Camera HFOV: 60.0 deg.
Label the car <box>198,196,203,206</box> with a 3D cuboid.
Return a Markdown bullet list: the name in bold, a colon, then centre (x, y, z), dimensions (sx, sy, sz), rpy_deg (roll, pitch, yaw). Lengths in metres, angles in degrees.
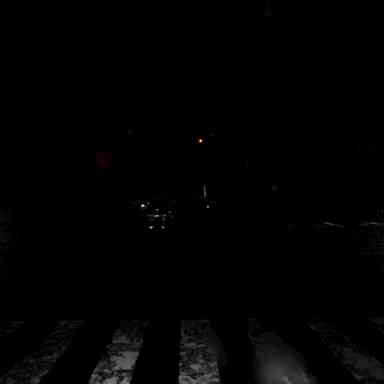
- **car**: centre (2.210, 1.553, 47.339), dimensions (1.887, 1.381, 4.507), rpy_deg (0, 0, -1)

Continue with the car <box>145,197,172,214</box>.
- **car**: centre (-3.473, 1.568, 34.735), dimensions (1.994, 1.385, 4.181), rpy_deg (0, 0, -2)

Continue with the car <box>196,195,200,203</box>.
- **car**: centre (2.131, 1.561, 52.783), dimensions (2.008, 1.369, 4.403), rpy_deg (0, 0, -1)

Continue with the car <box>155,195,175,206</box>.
- **car**: centre (-3.593, 1.485, 43.548), dimensions (1.882, 1.535, 5.008), rpy_deg (0, 0, -1)

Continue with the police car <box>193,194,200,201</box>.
- **police car**: centre (1.185, 1.462, 90.628), dimensions (1.930, 1.638, 5.238), rpy_deg (0, 0, -1)

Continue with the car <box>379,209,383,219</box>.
- **car**: centre (14.625, 1.303, 21.105), dimensions (4.718, 1.301, 1.895), rpy_deg (-1, 0, -1)

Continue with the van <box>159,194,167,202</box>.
- **van**: centre (-6.757, 1.368, 77.543), dimensions (1.690, 1.788, 3.998), rpy_deg (0, 0, -1)

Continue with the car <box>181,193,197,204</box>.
- **car**: centre (-0.706, 1.509, 64.903), dimensions (2.128, 1.511, 4.902), rpy_deg (0, 0, -1)

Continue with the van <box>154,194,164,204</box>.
- **van**: centre (-6.599, 1.360, 66.717), dimensions (1.690, 1.788, 3.998), rpy_deg (0, 0, -1)

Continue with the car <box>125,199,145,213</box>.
- **car**: centre (-6.156, 1.556, 36.330), dimensions (2.008, 1.369, 4.403), rpy_deg (0, 0, -1)

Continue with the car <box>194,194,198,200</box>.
- **car**: centre (1.987, 1.567, 62.654), dimensions (2.008, 1.369, 4.403), rpy_deg (0, 0, -1)

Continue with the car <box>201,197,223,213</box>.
- **car**: centre (2.369, 1.555, 36.451), dimensions (2.008, 1.369, 4.403), rpy_deg (0, 0, -1)

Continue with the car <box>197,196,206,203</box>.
- **car**: centre (1.907, 1.545, 68.112), dimensions (1.752, 1.417, 4.829), rpy_deg (0, 0, -1)

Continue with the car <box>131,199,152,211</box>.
- **car**: centre (-6.229, 1.557, 41.322), dimensions (2.008, 1.369, 4.403), rpy_deg (0, 0, -1)

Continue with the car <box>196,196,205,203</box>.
- **car**: centre (1.833, 1.589, 73.231), dimensions (1.947, 1.339, 4.313), rpy_deg (0, 0, -1)

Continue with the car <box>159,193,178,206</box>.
- **car**: centre (-3.733, 1.363, 53.704), dimensions (2.097, 1.767, 4.553), rpy_deg (0, 0, -1)

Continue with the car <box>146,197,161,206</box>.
- **car**: centre (-6.441, 1.578, 55.892), dimensions (1.947, 1.339, 4.313), rpy_deg (0, 0, -1)

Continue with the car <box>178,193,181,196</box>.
- **car**: centre (-3.870, 1.513, 68.776), dimensions (2.128, 1.511, 4.902), rpy_deg (0, 0, -1)
